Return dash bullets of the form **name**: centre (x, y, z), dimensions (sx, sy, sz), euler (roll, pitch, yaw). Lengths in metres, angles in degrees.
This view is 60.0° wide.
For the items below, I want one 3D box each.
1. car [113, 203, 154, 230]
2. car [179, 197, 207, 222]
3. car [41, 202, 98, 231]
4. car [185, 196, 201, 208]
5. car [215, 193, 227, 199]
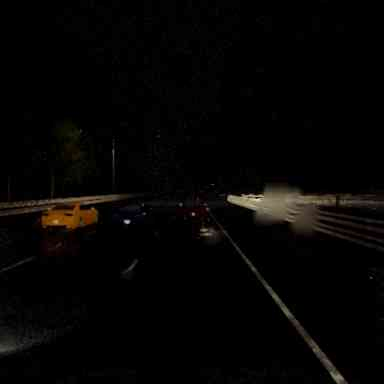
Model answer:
- **car**: centre (-3.413, 1.381, 19.834), dimensions (1.812, 1.442, 4.674), euler (0, 0, 0)
- **car**: centre (0.087, 1.295, 24.478), dimensions (1.882, 1.535, 5.008), euler (0, 1, 0)
- **car**: centre (-6.913, 1.337, 19.362), dimensions (1.882, 1.535, 5.008), euler (0, 0, 0)
- **car**: centre (0.078, 1.263, 41.807), dimensions (1.895, 1.301, 4.718), euler (0, 1, 0)
- **car**: centre (6.393, 0.862, 74.408), dimensions (2.128, 1.511, 4.902), euler (0, 0, -9)
